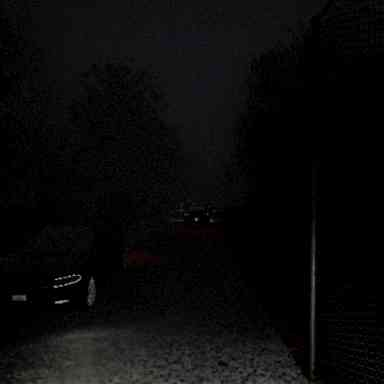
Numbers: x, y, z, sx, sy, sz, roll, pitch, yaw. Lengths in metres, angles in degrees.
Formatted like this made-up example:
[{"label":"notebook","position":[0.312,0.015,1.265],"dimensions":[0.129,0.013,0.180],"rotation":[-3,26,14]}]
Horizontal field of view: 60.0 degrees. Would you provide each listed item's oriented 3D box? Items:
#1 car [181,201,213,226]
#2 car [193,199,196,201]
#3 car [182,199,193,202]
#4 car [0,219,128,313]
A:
[{"label":"car","position":[0.374,1.600,23.755],"dimensions":[1.812,1.442,4.674],"rotation":[-1,-1,2]},{"label":"car","position":[1.596,1.851,41.620],"dimensions":[1.994,1.385,4.181],"rotation":[0,-1,6]},{"label":"car","position":[-0.373,1.770,49.993],"dimensions":[2.097,1.767,4.553],"rotation":[0,-1,8]},{"label":"car","position":[-2.830,1.475,7.962],"dimensions":[1.882,1.535,5.008],"rotation":[0,0,0]}]
